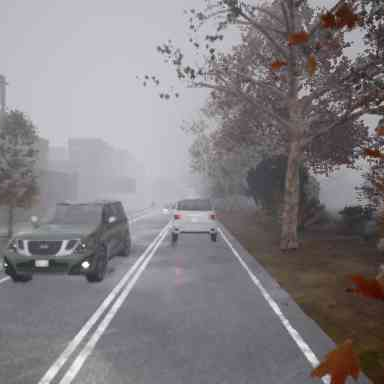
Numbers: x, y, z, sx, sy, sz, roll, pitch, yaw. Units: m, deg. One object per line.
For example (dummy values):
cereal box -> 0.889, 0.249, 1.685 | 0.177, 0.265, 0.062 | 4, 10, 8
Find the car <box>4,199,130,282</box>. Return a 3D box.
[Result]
car -> -3.339, 1.251, 10.183 | 2.150, 2.045, 5.566 | 0, 0, 0

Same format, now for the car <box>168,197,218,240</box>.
car -> 0.123, 1.298, 17.474 | 2.150, 2.045, 5.566 | 0, 0, 0

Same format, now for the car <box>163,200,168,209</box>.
car -> -3.205, 1.841, 50.791 | 1.812, 1.442, 4.674 | 0, 0, 0
